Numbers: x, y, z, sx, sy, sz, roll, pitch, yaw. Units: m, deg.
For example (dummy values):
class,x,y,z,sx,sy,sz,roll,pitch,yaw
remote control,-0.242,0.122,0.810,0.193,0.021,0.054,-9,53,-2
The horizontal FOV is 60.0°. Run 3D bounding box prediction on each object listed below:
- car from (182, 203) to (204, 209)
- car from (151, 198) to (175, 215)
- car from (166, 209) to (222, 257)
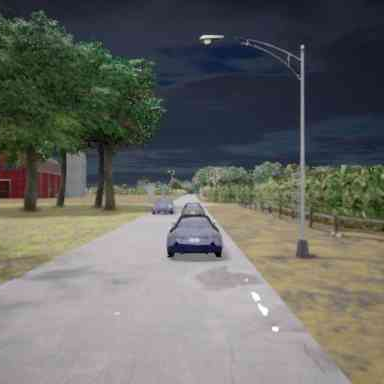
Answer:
class,x,y,z,sx,sy,sz,roll,pitch,yaw
car,0.085,1.590,28.408,1.994,1.385,4.181,0,0,0
car,-2.850,1.381,33.692,2.097,1.767,4.553,0,0,0
car,0.088,1.577,13.055,1.994,1.385,4.181,0,0,0
